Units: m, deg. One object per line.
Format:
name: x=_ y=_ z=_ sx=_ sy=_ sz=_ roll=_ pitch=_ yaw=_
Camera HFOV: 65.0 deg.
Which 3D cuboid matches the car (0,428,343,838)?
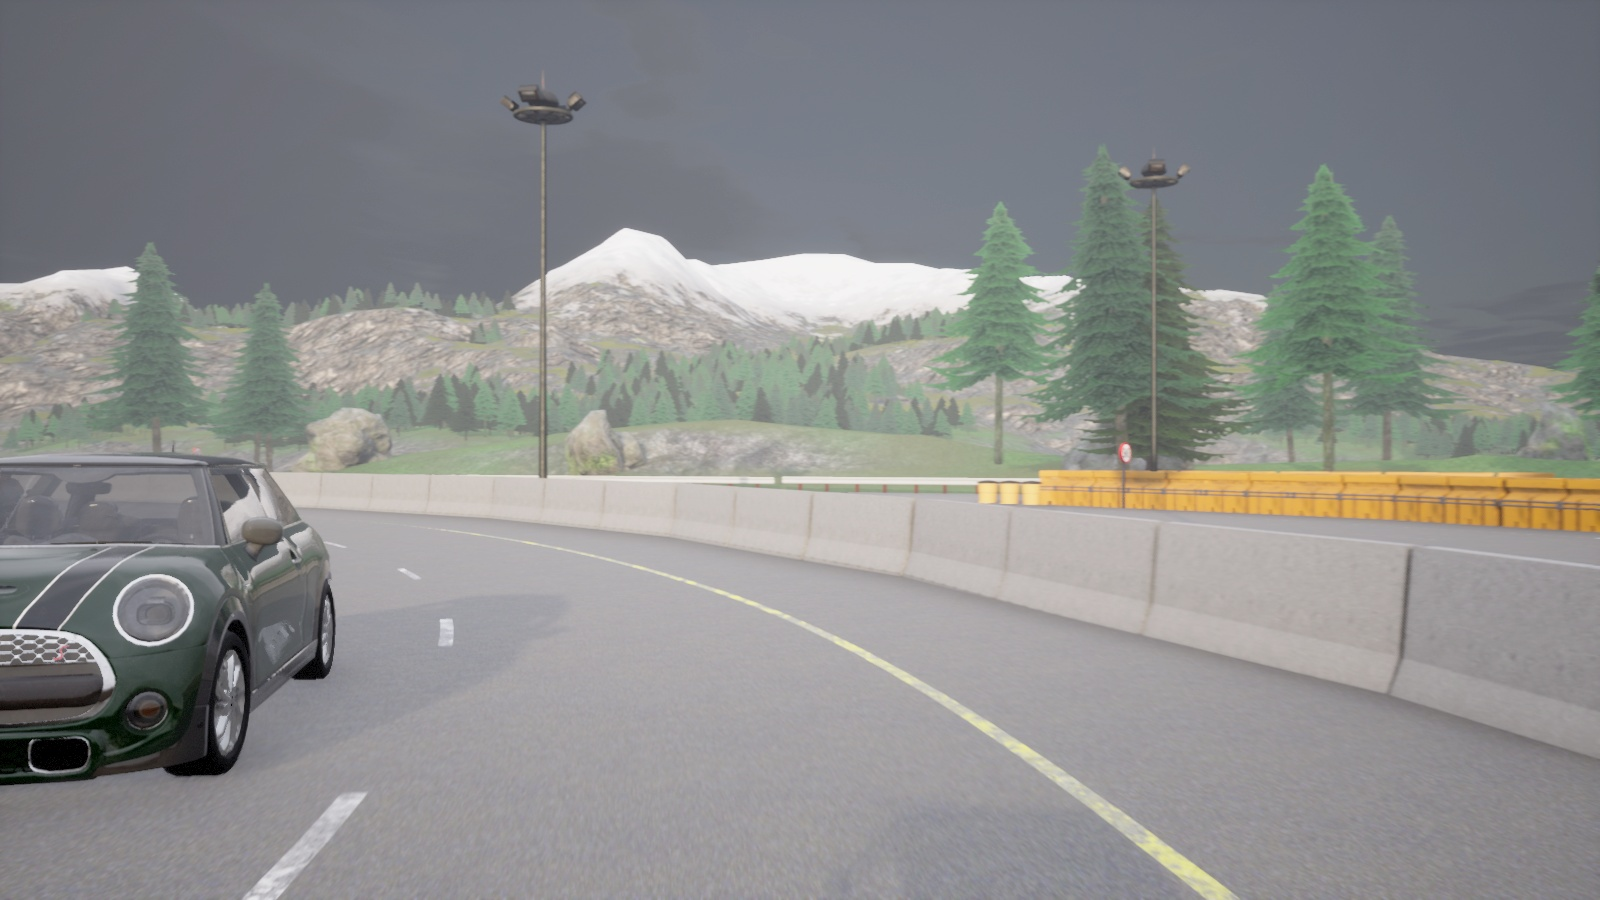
car: x=-4.207 y=0.828 z=7.581 sx=2.097 sy=1.767 sz=4.553 roll=0 pitch=-1 yaw=-12
